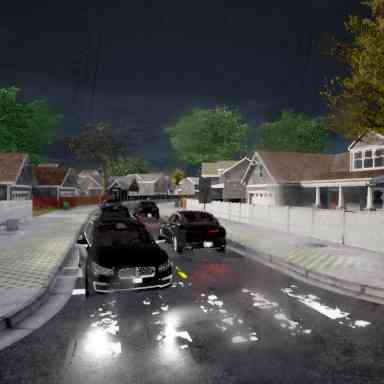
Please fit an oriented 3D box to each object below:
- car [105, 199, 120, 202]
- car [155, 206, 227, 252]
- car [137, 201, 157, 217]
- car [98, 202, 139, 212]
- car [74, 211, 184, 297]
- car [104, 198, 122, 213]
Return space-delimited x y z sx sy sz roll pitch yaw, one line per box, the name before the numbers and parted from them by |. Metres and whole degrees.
car | -6.502 1.485 26.963 2.128 1.511 4.902 0 0 -14
car | -0.096 1.513 13.620 1.837 1.490 4.892 0 0 -15
car | -3.873 1.514 27.757 1.837 1.490 4.892 0 0 -15
car | -4.182 1.498 18.080 1.837 1.490 4.892 0 0 -15
car | -1.972 1.496 8.833 1.837 1.490 4.892 0 0 -22
car | -9.174 1.523 38.747 1.812 1.442 4.674 0 0 -10
